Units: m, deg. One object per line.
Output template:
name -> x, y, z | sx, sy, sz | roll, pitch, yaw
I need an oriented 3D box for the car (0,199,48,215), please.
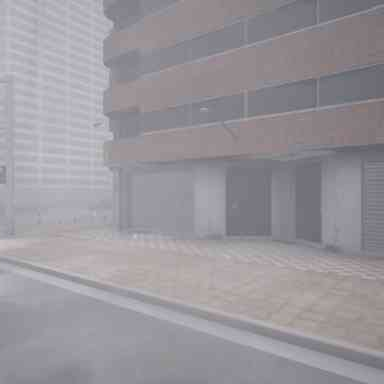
car -> -16.770, 1.505, 32.710 | 1.837, 1.490, 4.892 | 0, 0, 37

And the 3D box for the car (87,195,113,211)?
car -> -10.518, 1.505, 40.963 | 1.837, 1.490, 4.892 | 0, 0, 37
